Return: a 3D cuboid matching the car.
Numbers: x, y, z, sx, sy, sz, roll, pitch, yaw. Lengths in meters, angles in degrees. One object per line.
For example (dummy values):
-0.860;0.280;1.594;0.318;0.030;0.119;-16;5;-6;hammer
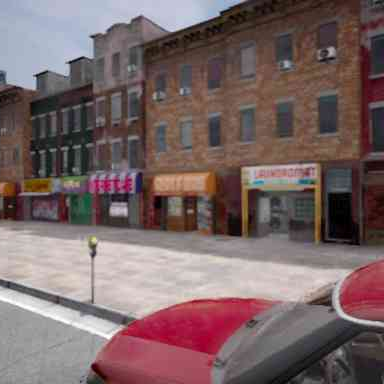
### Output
1.503;1.312;1.733;5.009;1.841;2.192;-1;0;35;car
